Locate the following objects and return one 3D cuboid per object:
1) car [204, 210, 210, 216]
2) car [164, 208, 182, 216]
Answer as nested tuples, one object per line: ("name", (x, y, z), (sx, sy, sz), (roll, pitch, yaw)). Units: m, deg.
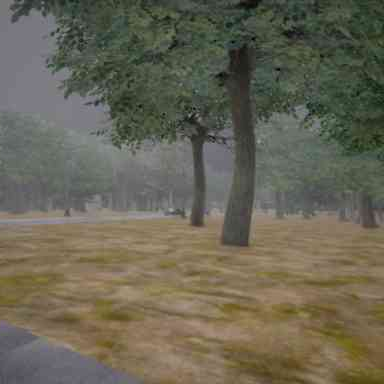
("car", (1.784, 4.069, 67.137), (2.033, 1.411, 5.357), (0, -3, 30))
("car", (-3.056, 3.532, 58.511), (1.812, 1.442, 4.674), (0, -3, 30))
